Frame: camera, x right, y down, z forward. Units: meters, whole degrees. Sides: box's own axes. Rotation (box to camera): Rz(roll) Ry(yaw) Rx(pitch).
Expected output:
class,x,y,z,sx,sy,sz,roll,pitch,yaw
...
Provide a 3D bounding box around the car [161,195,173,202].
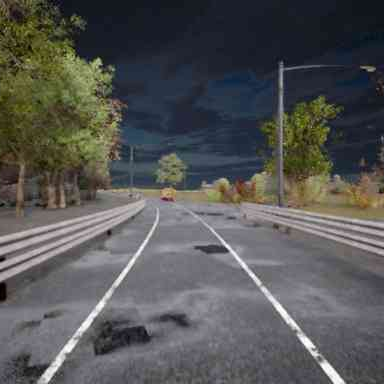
class,x,y,z,sx,sy,sz,roll,pitch,yaw
car,-5.516,1.429,73.026,1.882,1.535,5.008,0,0,-18

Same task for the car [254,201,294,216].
class,x,y,z,sx,sy,sz,roll,pitch,yaw
car,7.679,1.615,31.629,2.128,1.511,4.902,0,0,-18
